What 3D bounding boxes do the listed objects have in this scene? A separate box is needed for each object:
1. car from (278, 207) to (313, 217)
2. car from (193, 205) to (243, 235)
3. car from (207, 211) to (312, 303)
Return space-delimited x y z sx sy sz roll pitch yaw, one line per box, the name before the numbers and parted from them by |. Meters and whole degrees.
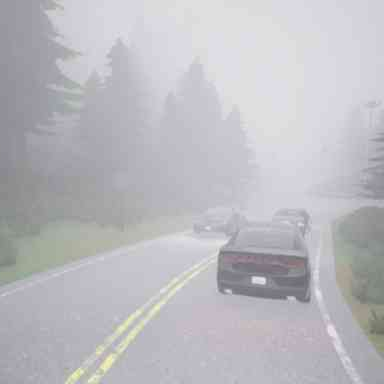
car | 5.408 1.522 17.944 2.033 1.411 5.357 2 1 22
car | 1.642 1.409 17.534 1.812 1.442 4.674 2 1 23
car | 1.963 1.475 8.457 1.882 1.535 5.008 1 0 17
